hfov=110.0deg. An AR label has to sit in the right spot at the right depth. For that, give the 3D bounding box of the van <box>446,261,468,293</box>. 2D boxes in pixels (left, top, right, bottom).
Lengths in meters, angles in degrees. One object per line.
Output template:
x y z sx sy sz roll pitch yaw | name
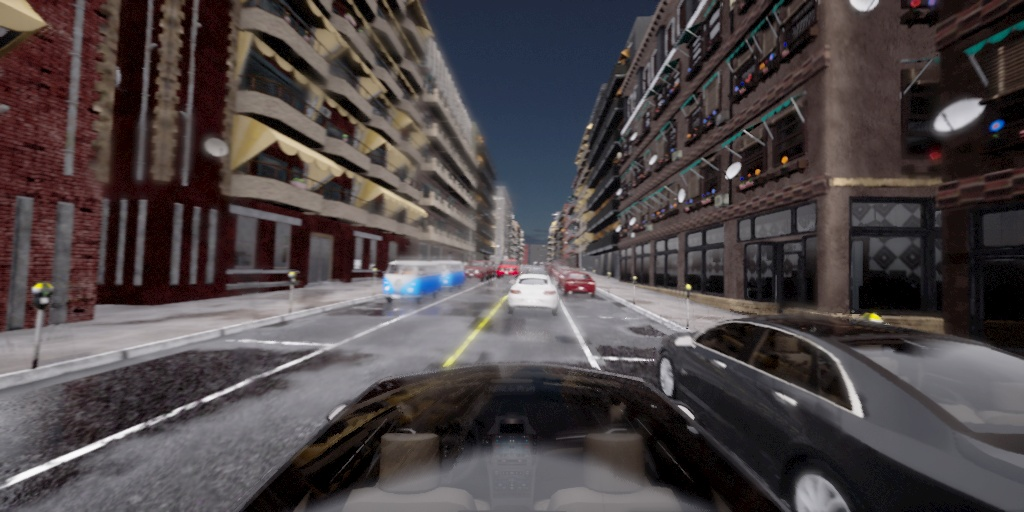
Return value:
-4.054 1.190 21.801 1.690 1.789 3.998 0 0 4 | van

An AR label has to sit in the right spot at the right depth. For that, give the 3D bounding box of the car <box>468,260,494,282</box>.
-3.262 1.313 32.831 2.192 1.841 5.009 0 0 4 | car

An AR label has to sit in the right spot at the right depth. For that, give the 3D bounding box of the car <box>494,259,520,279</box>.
-0.317 1.367 38.216 2.150 2.045 5.566 2 -1 5 | car

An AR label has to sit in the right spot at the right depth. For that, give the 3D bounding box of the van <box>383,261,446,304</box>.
-4.450 1.117 16.284 1.690 1.789 3.998 0 0 4 | van

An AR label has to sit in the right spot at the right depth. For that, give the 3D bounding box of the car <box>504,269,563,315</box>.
0.866 1.431 14.473 1.812 1.442 4.674 2 -1 4 | car

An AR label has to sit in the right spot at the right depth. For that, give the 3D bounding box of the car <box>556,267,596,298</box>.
3.801 1.607 21.172 1.888 1.381 4.507 0 0 4 | car

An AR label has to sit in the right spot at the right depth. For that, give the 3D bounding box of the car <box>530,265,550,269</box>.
2.112 1.738 31.860 1.895 1.301 4.718 2 -1 4 | car

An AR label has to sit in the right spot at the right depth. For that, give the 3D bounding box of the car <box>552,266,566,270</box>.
4.197 1.681 26.687 1.888 1.381 4.507 0 0 4 | car

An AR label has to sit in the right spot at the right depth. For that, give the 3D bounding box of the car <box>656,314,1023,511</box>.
3.014 1.357 3.623 1.837 1.490 4.892 2 -1 4 | car

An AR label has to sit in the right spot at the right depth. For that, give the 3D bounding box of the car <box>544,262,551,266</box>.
5.350 1.678 43.238 2.192 1.841 5.009 0 0 4 | car

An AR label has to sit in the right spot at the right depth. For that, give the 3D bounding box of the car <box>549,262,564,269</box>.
4.600 1.651 32.204 1.967 1.591 4.097 0 0 4 | car
